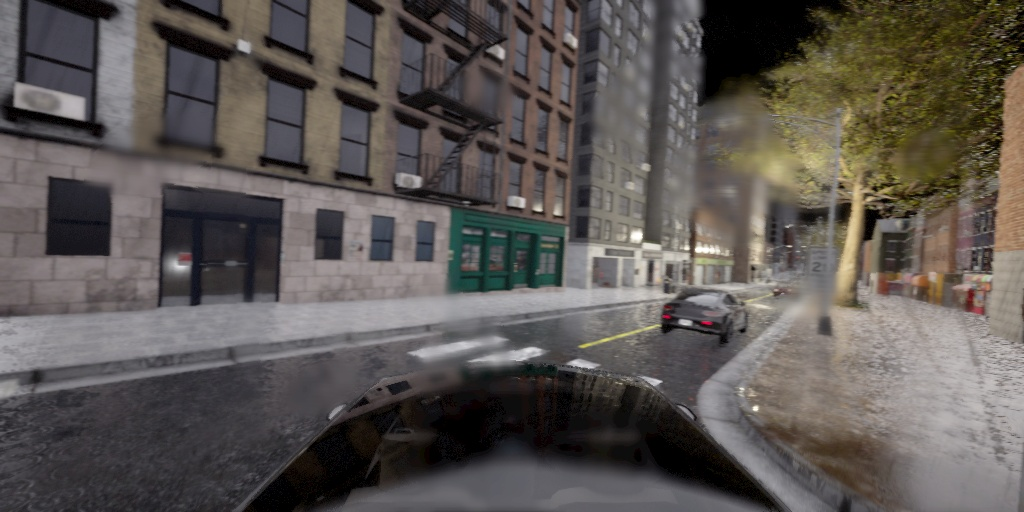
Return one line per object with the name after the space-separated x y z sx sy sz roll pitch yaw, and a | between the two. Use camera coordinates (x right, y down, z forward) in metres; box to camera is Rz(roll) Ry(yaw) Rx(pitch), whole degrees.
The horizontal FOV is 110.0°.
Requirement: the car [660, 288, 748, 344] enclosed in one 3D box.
6.272 1.767 11.552 1.812 1.442 4.674 4 0 41 | car

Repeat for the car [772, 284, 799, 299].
27.343 3.465 35.722 1.895 1.301 4.718 4 0 41 | car
